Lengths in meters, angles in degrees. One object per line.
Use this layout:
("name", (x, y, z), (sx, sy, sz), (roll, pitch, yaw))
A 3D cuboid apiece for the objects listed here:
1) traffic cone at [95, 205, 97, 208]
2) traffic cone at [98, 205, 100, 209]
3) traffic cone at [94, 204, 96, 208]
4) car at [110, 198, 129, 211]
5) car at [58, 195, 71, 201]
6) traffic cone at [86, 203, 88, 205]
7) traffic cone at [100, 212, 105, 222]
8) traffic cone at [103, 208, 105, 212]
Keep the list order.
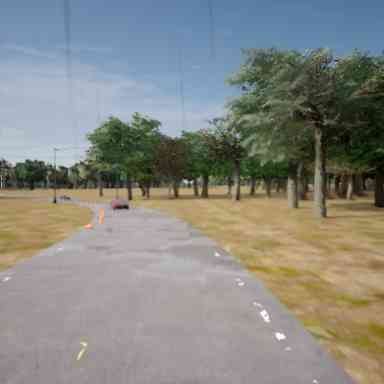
("traffic cone", (-12.268, 1.974, 43.983), (0.340, 0.580, 0.340), (-1, 0, -20))
("traffic cone", (-10.653, 1.980, 39.359), (0.340, 0.580, 0.340), (-1, 0, -18))
("traffic cone", (-14.058, 1.969, 48.542), (0.340, 0.580, 0.340), (-1, 0, -23))
("car", (-8.950, 1.482, 41.107), (1.882, 1.535, 5.008), (0, 0, -19))
("car", (-30.217, 1.374, 78.824), (1.895, 1.301, 4.718), (-1, 1, -38))
("traffic cone", (-18.144, 1.954, 57.442), (0.340, 0.580, 0.340), (-1, 1, -27))
("traffic cone", (-6.867, 1.995, 25.168), (0.340, 0.580, 0.340), (0, 0, -12))
("traffic cone", (-7.950, 1.992, 29.944), (0.340, 0.580, 0.340), (0, 0, -14))
